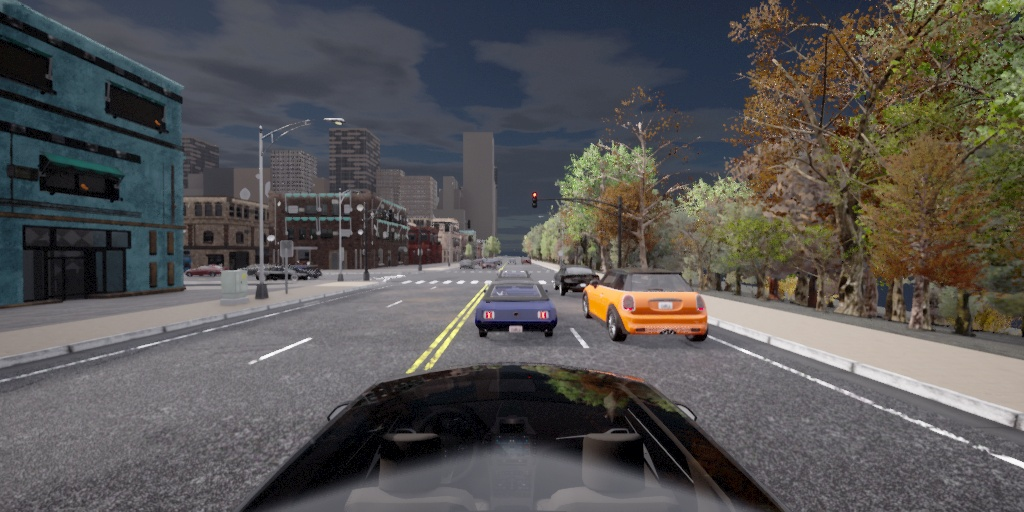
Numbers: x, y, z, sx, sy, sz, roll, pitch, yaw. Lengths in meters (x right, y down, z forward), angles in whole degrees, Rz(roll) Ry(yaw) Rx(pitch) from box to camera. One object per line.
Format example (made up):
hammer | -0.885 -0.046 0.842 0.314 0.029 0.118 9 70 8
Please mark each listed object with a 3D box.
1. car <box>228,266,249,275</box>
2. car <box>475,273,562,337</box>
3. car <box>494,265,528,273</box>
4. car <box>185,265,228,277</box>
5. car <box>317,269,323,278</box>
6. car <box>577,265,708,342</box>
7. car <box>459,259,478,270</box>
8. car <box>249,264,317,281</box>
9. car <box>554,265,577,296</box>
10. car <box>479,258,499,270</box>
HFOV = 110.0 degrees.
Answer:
car | -28.264 1.542 39.853 4.403 1.370 2.007 0 0 0
car | 0.103 1.346 10.219 1.895 1.301 4.718 0 0 0
car | 0.108 1.341 19.381 1.895 1.301 4.718 0 0 0
car | -33.800 1.636 39.862 4.207 1.307 1.802 0 0 0
car | -20.375 1.525 34.043 4.181 1.385 1.994 -1 1 0
car | 3.350 1.098 9.941 2.097 1.767 4.553 0 0 0
car | -6.568 1.222 52.477 1.837 1.490 4.892 0 0 0
car | -19.935 1.550 31.337 4.313 1.339 1.948 0 0 0
car | 3.357 1.218 19.223 1.882 1.535 5.008 0 0 1
car | -3.317 1.281 52.495 1.994 1.385 4.181 0 0 0
